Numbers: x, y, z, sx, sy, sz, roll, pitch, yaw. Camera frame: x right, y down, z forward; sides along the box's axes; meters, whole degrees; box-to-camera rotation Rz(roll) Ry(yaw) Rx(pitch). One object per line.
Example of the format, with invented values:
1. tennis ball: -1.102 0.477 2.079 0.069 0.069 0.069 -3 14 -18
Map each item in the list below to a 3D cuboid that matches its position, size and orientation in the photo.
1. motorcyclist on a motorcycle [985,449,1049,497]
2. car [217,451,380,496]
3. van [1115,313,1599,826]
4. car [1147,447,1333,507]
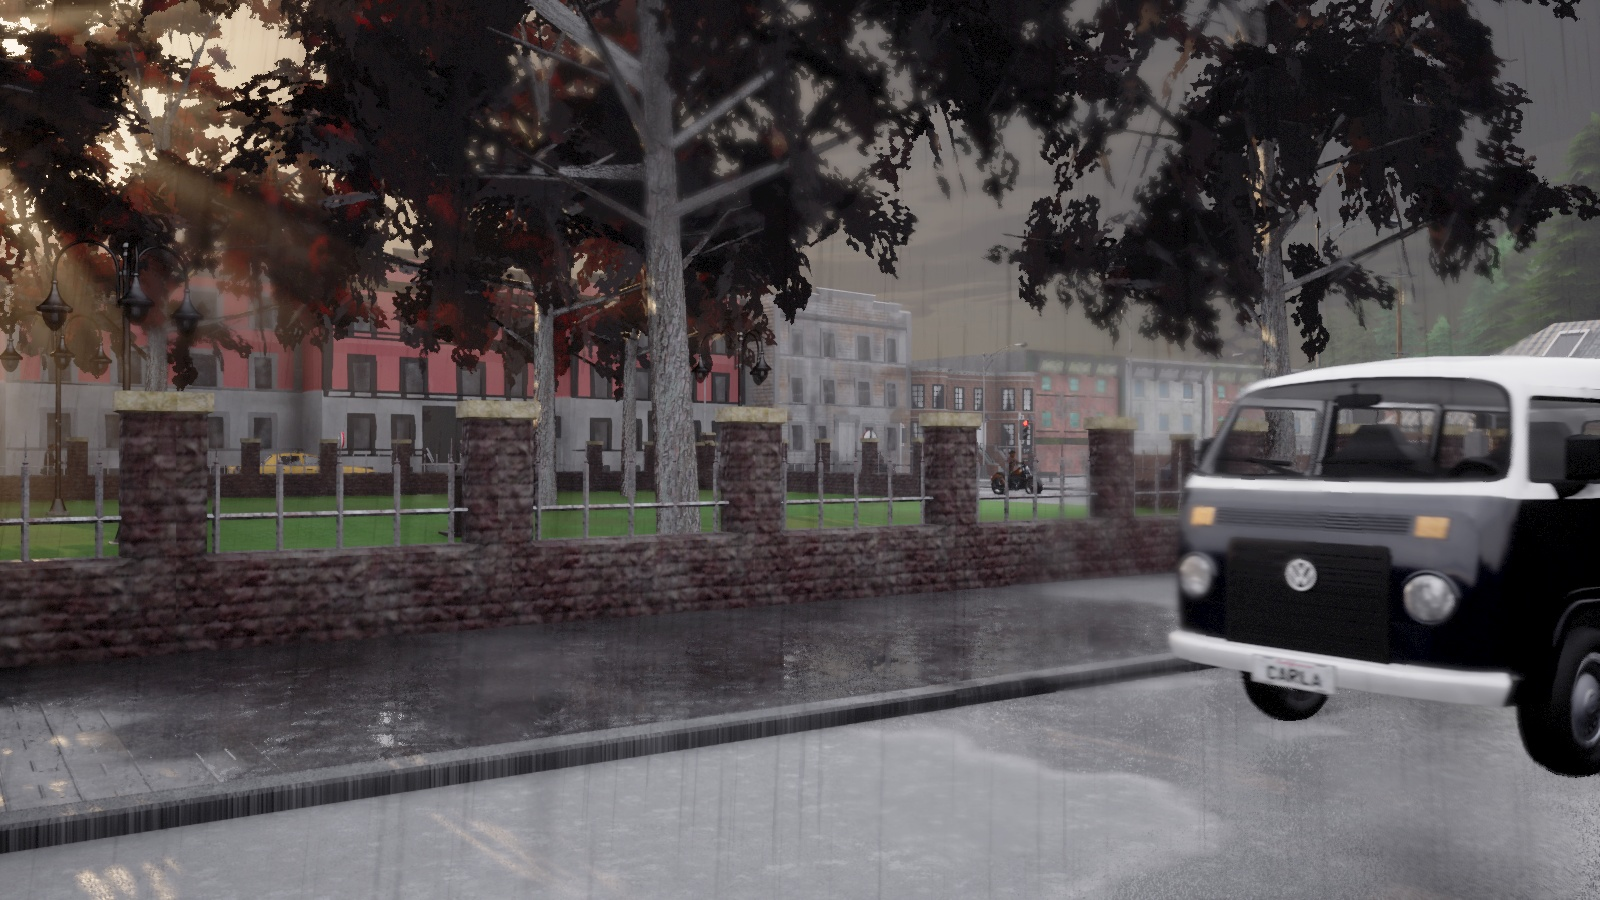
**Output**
1. motorcyclist on a motorcycle: 7.662 0.788 44.411 0.766 1.649 2.350 0 0 -37
2. car: -18.553 0.837 46.557 5.366 1.575 1.801 0 0 -34
3. van: 4.107 0.477 7.124 4.480 2.038 2.069 0 0 -35
4. car: 12.849 0.738 36.934 2.033 1.649 4.856 0 0 -37
